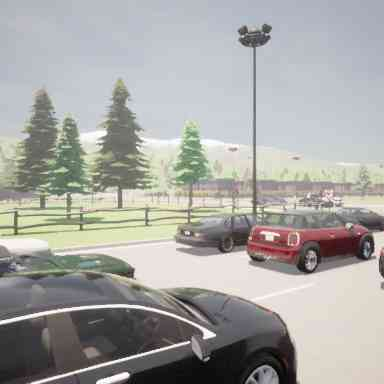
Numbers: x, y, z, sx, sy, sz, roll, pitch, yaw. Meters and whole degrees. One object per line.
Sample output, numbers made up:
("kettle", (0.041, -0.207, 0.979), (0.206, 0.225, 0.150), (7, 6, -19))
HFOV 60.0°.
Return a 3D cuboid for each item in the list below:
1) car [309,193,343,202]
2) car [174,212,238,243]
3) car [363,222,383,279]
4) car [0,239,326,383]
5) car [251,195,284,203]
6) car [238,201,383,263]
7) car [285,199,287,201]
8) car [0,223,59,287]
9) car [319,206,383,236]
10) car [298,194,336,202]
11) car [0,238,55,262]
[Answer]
("car", (20.083, 1.208, 50.672), (2.150, 2.045, 5.566), (0, 0, -35))
("car", (1.874, 1.545, 13.664), (5.357, 1.411, 2.033), (0, 0, -35))
("car", (6.465, 1.523, 8.340), (4.674, 1.442, 1.812), (0, 0, -35))
("car", (-1.083, 1.505, 2.973), (4.892, 1.490, 1.837), (0, 0, -35))
("car", (12.286, 1.535, 55.704), (2.033, 1.411, 5.357), (0, 0, -35))
("car", (3.980, 1.349, 10.866), (4.553, 1.767, 2.097), (0, 0, -35))
("car", (14.580, 1.339, 58.542), (2.097, 1.767, 4.553), (0, 0, -35))
("car", (-5.944, 1.601, 8.106), (4.718, 1.301, 1.895), (0, 0, -36))
("car", (9.400, 1.558, 19.013), (4.181, 1.385, 1.994), (0, 0, -35))
("car", (17.683, 1.493, 47.991), (1.837, 1.490, 4.892), (0, 0, -35))
("car", (-3.312, 1.601, 5.683), (4.718, 1.301, 1.895), (0, 0, -35))
